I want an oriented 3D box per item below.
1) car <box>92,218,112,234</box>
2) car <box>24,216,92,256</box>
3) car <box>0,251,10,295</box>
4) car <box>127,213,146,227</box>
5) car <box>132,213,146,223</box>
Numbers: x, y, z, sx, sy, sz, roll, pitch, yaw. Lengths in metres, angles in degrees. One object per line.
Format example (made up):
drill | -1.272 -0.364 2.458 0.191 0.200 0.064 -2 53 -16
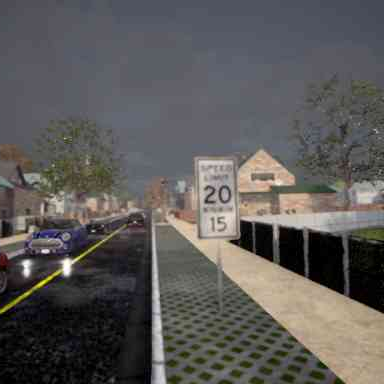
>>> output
car | -8.199 2.938 28.964 1.895 1.301 4.718 -1 -2 -7
car | -6.782 2.154 17.007 2.097 1.767 4.553 -1 -3 -7
car | -5.636 1.884 7.179 1.812 1.442 4.674 -1 -2 -6
car | -6.382 3.158 38.053 1.882 1.535 5.008 -1 -2 -7
car | -7.660 3.740 48.410 1.895 1.301 4.718 -1 -2 -7
